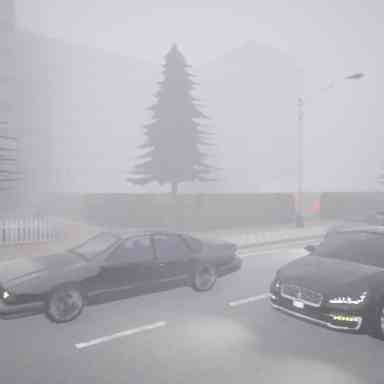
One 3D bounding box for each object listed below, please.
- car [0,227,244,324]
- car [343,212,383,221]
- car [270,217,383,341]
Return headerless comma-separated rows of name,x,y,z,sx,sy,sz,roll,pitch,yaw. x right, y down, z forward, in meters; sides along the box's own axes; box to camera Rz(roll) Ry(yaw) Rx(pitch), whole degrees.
car,-1.304,1.533,7.340,5.357,1.411,2.033,0,0,-35
car,7.218,1.503,13.335,4.181,1.385,1.994,0,0,-35
car,3.605,1.476,6.537,4.892,1.490,1.837,0,0,-36
